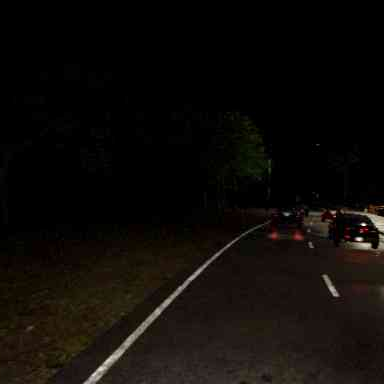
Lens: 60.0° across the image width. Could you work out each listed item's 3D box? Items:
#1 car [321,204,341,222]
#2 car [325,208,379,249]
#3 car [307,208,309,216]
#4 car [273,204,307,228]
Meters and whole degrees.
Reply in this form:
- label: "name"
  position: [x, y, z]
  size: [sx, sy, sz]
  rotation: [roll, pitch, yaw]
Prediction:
- label: "car"
  position: [14.290, 2.086, 33.760]
  size: [2.097, 1.767, 4.553]
  rotation: [2, -1, 21]
- label: "car"
  position: [7.999, 1.833, 16.718]
  size: [1.837, 1.490, 4.892]
  rotation: [2, 0, 18]
- label: "car"
  position: [13.714, 2.291, 42.003]
  size: [2.128, 1.511, 4.902]
  rotation: [2, -1, 21]
- label: "car"
  position: [7.663, 1.752, 26.220]
  size: [2.097, 1.767, 4.553]
  rotation: [2, -1, 20]
